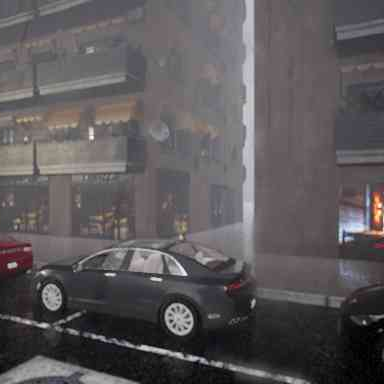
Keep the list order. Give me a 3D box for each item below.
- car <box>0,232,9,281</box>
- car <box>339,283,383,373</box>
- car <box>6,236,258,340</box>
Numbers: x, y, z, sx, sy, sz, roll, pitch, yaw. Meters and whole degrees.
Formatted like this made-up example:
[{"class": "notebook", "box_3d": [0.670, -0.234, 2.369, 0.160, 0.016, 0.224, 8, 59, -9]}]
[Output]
[{"class": "car", "box_3d": [-6.155, 1.549, 8.542, 4.507, 1.381, 1.887, 0, 0, 24]}, {"class": "car", "box_3d": [4.132, 1.570, 3.961, 4.313, 1.339, 1.947, 0, 0, 24]}, {"class": "car", "box_3d": [-1.011, 1.555, 6.251, 4.403, 1.369, 2.008, 0, 0, 24]}]
